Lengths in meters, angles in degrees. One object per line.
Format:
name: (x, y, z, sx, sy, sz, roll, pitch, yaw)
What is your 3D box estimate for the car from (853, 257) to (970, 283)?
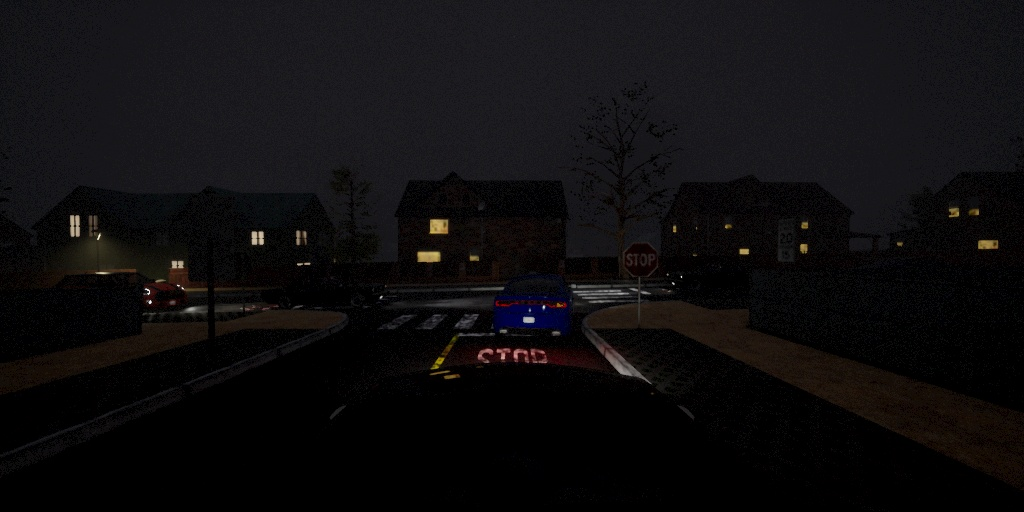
car: (20.051, 0.753, 18.342, 5.357, 1.411, 2.033, -1, 1, 0)

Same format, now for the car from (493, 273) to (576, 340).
car: (0.784, 1.226, 10.165, 1.882, 1.535, 5.008, 0, 0, 10)

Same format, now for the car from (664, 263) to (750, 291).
car: (10.406, 1.034, 18.303, 4.718, 1.301, 1.895, -1, 1, -1)

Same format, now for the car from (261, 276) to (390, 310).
car: (-7.815, 1.506, 15.371, 4.718, 1.301, 1.895, -1, 1, 0)

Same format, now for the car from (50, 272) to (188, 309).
car: (-16.803, 1.472, 15.360, 4.553, 1.767, 2.097, -1, 1, 0)
